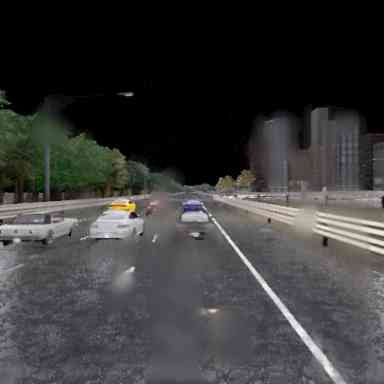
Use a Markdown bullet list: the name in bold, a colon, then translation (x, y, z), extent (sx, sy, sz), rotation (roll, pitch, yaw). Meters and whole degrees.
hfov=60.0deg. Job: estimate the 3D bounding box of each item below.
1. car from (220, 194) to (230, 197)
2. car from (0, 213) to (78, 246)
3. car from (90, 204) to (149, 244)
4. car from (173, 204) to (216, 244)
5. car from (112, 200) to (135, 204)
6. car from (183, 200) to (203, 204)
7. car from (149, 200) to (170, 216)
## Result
- **car**: translation (9.299, 1.360, 94.560), extent (2.033, 1.411, 5.357), rotation (0, 0, -12)
- **car**: translation (-6.893, 1.605, 15.329), extent (1.895, 1.301, 4.718), rotation (0, 0, 0)
- **car**: translation (-3.391, 1.530, 15.615), extent (1.812, 1.442, 4.674), rotation (0, 0, 0)
- **car**: translation (0.125, 1.530, 15.641), extent (1.812, 1.442, 4.674), rotation (0, 0, 0)
- **car**: translation (-6.882, 1.486, 33.218), extent (1.882, 1.535, 5.008), rotation (0, 0, 0)
- **car**: translation (0.119, 1.486, 33.243), extent (1.882, 1.535, 5.008), rotation (0, 0, 0)
- **car**: translation (-3.382, 1.534, 32.859), extent (1.812, 1.442, 4.674), rotation (0, 0, 0)
